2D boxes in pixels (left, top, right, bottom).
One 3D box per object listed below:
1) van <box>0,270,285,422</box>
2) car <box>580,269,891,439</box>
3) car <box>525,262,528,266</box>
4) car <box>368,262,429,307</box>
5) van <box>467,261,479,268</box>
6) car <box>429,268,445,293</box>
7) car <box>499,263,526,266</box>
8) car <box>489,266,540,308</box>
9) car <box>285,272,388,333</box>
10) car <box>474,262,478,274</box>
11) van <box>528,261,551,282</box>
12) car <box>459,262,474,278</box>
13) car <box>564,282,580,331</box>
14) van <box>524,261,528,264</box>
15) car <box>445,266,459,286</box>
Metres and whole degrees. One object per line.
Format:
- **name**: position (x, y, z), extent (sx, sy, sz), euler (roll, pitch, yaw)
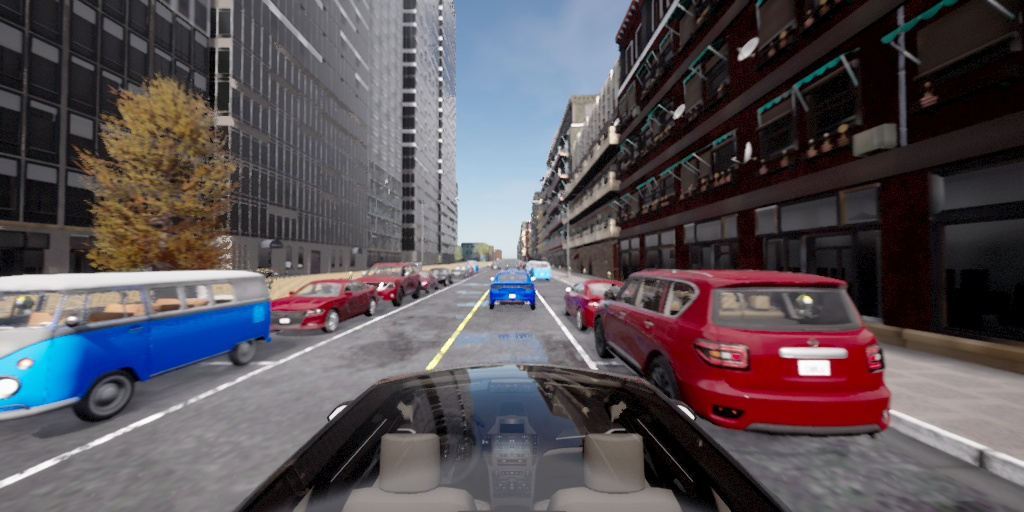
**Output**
- **van**: position (-5.689, 1.133, 5.561), extent (1.690, 1.789, 3.998), euler (0, 0, 0)
- **car**: position (2.692, 1.108, 5.583), extent (2.192, 1.841, 5.009), euler (0, 0, 0)
- **car**: position (2.691, 1.699, 39.464), extent (2.007, 1.370, 4.403), euler (0, 0, 0)
- **car**: position (-5.689, 1.229, 16.854), extent (2.192, 1.841, 5.009), euler (0, 0, 0)
- **van**: position (-5.689, 1.602, 50.730), extent (1.690, 1.789, 3.998), euler (0, 0, 0)
- **car**: position (-5.689, 1.555, 22.499), extent (1.802, 1.307, 4.207), euler (0, 0, 0)
- **car**: position (0.027, 1.584, 30.731), extent (1.812, 1.442, 4.674), euler (0, 0, 1)
- **car**: position (0.031, 1.383, 16.089), extent (1.882, 1.535, 5.008), euler (0, 0, 1)
- **car**: position (-5.689, 1.399, 11.208), extent (1.888, 1.381, 4.507), euler (0, 0, 0)
- **car**: position (-5.689, 1.787, 45.084), extent (1.802, 1.307, 4.207), euler (0, 0, 0)
- **van**: position (2.692, 1.431, 33.816), extent (1.690, 1.789, 3.998), euler (0, 0, 0)
- **car**: position (-5.689, 1.698, 39.438), extent (2.007, 1.370, 4.403), euler (0, 0, 0)
- **car**: position (2.692, 1.399, 11.232), extent (1.888, 1.381, 4.507), euler (0, 0, 0)
- **van**: position (2.691, 1.547, 45.109), extent (1.690, 1.789, 3.998), euler (0, 0, 0)
- **car**: position (-5.689, 1.598, 28.147), extent (1.948, 1.339, 4.313), euler (0, 0, 0)
